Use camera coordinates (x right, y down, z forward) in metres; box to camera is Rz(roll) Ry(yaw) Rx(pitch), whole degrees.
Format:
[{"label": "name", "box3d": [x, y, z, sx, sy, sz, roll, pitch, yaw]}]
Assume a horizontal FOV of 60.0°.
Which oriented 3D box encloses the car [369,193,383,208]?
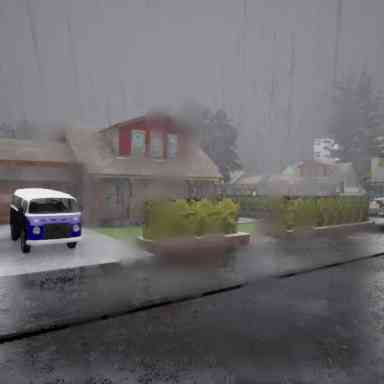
[{"label": "car", "box3d": [23.743, 0.986, 40.873, 3.866, 1.878, 1.905, 0, 0, -1]}]
